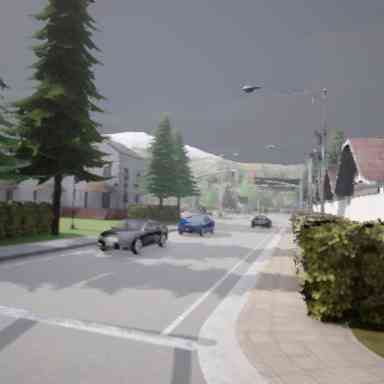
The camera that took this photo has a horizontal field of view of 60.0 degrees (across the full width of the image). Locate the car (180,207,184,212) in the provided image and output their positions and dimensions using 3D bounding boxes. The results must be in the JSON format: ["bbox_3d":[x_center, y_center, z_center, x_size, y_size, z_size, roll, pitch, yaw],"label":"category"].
[{"bbox_3d":[-1.129,4.797,89.162,4.514,1.523,2.007,1,-2,17],"label":"car"}]

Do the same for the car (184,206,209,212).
[{"bbox_3d":[1.054,3.981,72.025,3.866,1.878,1.905,1,-2,17],"label":"car"}]

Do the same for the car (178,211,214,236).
[{"bbox_3d":[0.421,2.559,26.362,1.882,1.535,5.008,1,-2,18],"label":"car"}]

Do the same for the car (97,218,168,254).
[{"bbox_3d":[-2.744,2.063,16.408,2.128,1.511,4.902,1,-2,18],"label":"car"}]

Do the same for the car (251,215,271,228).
[{"bbox_3d":[8.113,3.416,38.785,1.994,1.385,4.181,2,-2,18],"label":"car"}]
